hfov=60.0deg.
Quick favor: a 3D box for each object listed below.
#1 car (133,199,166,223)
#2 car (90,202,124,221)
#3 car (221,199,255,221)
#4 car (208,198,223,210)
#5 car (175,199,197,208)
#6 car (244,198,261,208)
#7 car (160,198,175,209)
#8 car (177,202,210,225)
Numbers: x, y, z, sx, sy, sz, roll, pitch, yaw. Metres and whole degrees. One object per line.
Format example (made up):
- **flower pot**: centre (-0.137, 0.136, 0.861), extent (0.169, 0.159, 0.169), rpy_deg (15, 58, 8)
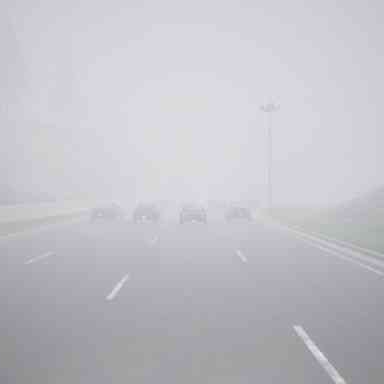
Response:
- **car**: centre (-3.355, 1.533, 25.895), extent (1.837, 1.490, 4.892), rpy_deg (0, 0, 1)
- **car**: centre (-6.837, 1.555, 26.998), extent (1.812, 1.442, 4.674), rpy_deg (0, 0, 1)
- **car**: centre (3.655, 1.555, 26.997), extent (1.812, 1.442, 4.674), rpy_deg (0, 0, 1)
- **car**: centre (3.541, 1.540, 44.382), extent (2.128, 1.511, 4.902), rpy_deg (0, 0, 22)
- **car**: centre (-0.227, 1.649, 44.446), extent (1.895, 1.301, 4.718), rpy_deg (0, 0, 20)
- **car**: centre (8.080, 1.526, 45.958), extent (1.882, 1.535, 5.008), rpy_deg (0, 0, 26)
- **car**: centre (-3.476, 1.556, 46.223), extent (1.837, 1.490, 4.892), rpy_deg (0, 0, 20)
- **car**: centre (0.114, 1.627, 24.456), extent (1.895, 1.301, 4.718), rpy_deg (0, 0, 1)
